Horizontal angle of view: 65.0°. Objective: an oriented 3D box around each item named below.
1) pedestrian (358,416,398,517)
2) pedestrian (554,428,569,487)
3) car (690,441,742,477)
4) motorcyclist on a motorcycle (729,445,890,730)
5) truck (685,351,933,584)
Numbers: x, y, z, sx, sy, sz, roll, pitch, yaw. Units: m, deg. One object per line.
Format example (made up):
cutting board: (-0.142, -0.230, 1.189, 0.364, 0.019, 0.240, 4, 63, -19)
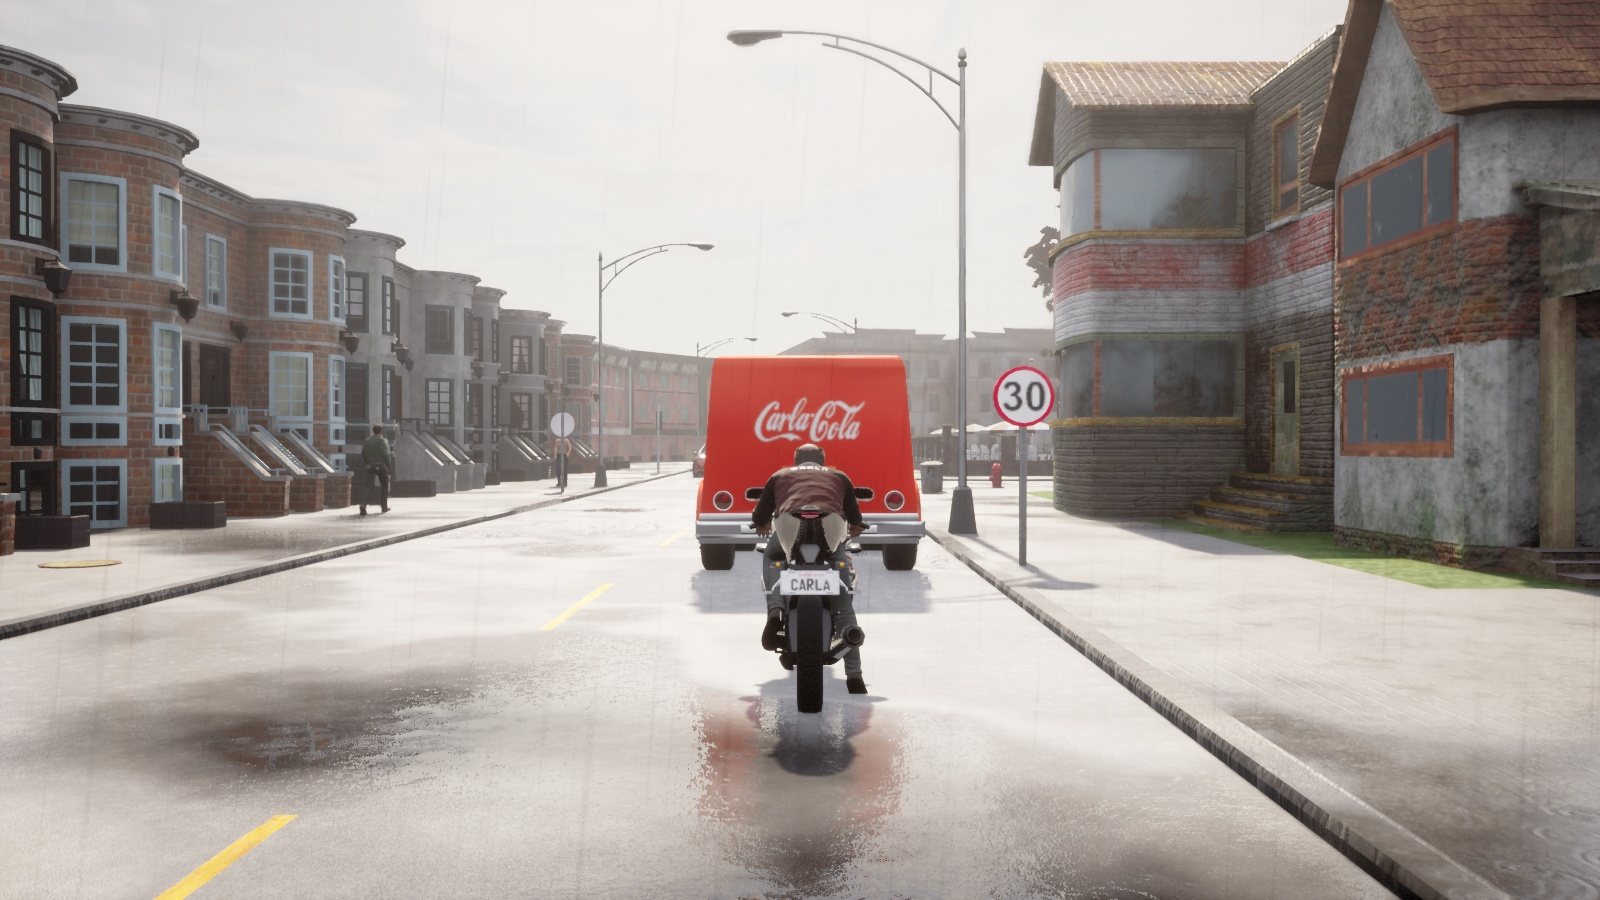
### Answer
pedestrian: (-8.243, 0.311, 24.538, 0.423, 1.949, 0.788, 0, 0, 8)
pedestrian: (-7.522, 0.226, 39.627, 0.345, 1.836, 0.594, 0, 0, 4)
car: (-3.691, 0.375, 55.835, 2.007, 1.525, 4.514, 0, 0, 0)
motorcyclist on a motorcycle: (0.059, 0.737, 7.850, 0.866, 1.530, 2.191, 0, 0, 0)
truck: (0.105, 0.170, 15.910, 2.627, 2.467, 5.204, 0, 0, 0)
